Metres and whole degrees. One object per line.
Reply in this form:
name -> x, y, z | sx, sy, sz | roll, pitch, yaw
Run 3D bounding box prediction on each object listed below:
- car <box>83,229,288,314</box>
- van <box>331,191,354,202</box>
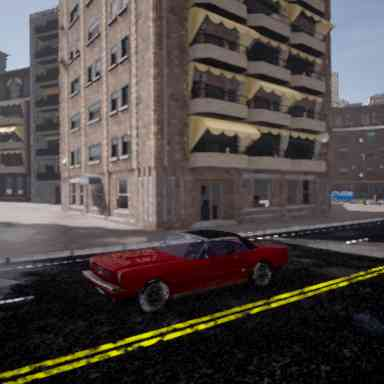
car -> 0.024, 1.597, 7.736 | 4.718, 1.301, 1.895 | 0, 0, -36
van -> 27.126, 0.816, 60.012 | 3.998, 1.788, 1.690 | 1, 0, 21
